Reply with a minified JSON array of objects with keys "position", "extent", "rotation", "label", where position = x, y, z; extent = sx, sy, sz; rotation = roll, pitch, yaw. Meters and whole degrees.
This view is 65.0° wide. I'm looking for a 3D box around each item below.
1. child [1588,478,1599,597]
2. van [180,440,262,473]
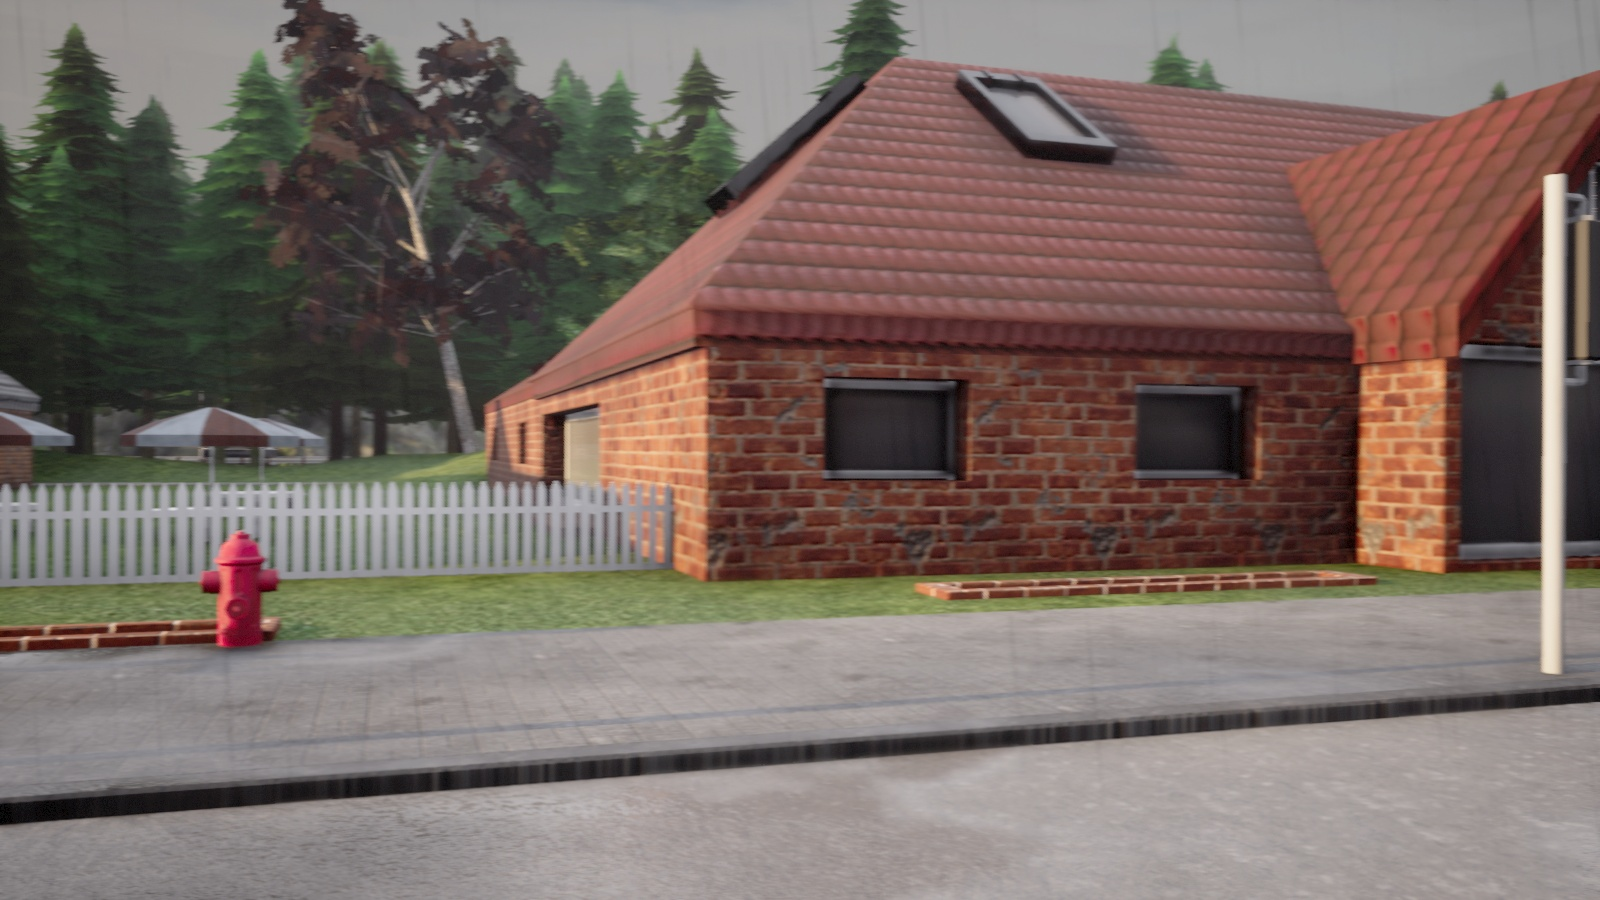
[{"position":[7.700,0.821,11.849],"extent":[0.394,1.110,0.255],"rotation":[0,0,-21],"label":"child"},{"position":[-36.114,0.408,78.434],"extent":[4.480,2.038,2.069],"rotation":[0,0,-19],"label":"van"}]
